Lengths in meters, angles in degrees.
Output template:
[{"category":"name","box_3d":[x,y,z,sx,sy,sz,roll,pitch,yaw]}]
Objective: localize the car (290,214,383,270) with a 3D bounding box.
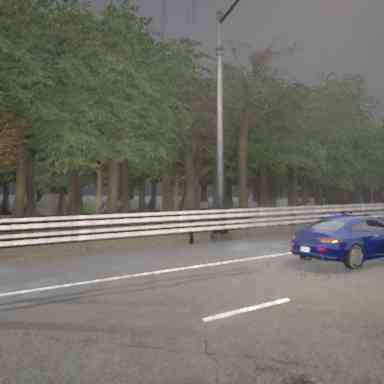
[{"category":"car","box_3d":[5.185,1.444,10.588,4.674,1.442,1.812,0,0,-30]}]
